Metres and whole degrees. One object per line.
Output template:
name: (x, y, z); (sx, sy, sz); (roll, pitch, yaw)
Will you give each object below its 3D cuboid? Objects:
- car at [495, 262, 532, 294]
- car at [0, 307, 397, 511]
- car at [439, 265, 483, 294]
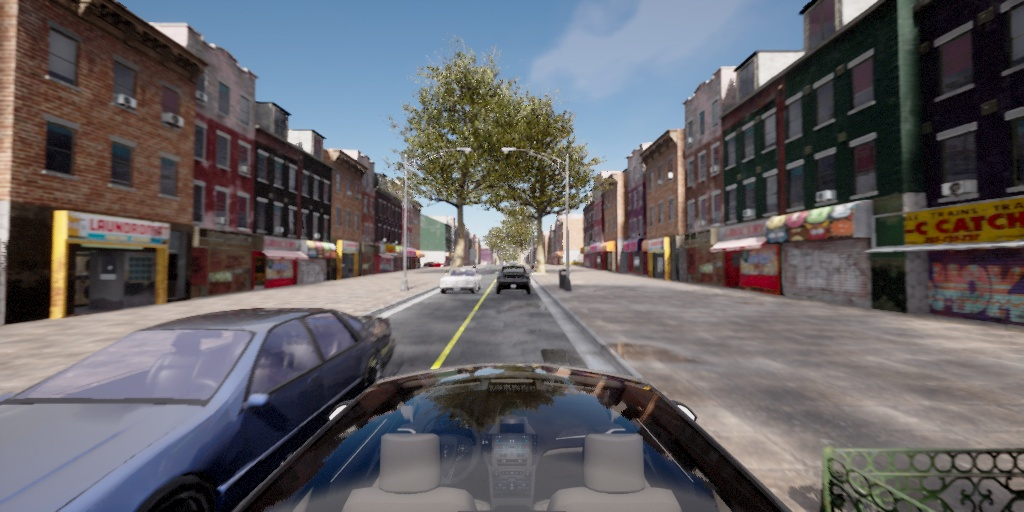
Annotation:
car: (0.082, 1.281, 20.585); (1.837, 1.490, 4.892); (0, 0, 0)
car: (-2.829, 1.299, 3.696); (2.033, 1.411, 5.357); (0, 0, 0)
car: (-2.801, 1.377, 20.474); (1.895, 1.301, 4.718); (0, 0, 0)
